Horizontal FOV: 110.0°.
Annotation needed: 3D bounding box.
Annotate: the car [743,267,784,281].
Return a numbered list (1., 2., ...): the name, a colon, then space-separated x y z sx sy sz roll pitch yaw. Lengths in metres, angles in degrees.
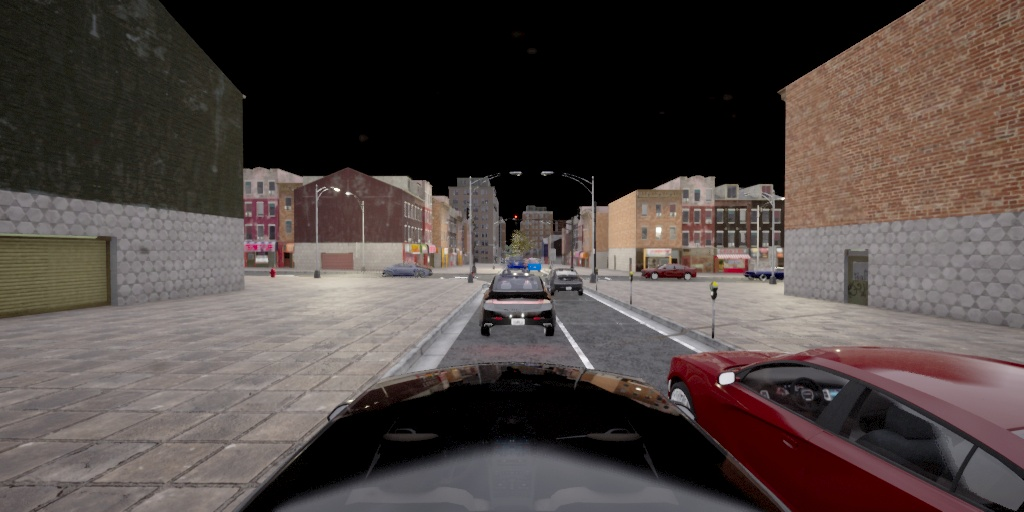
1. car: 24.823 1.716 34.087 4.718 1.301 1.895 1 1 0

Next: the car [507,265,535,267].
1. car: 0.219 1.369 20.396 1.895 1.301 4.718 0 0 1

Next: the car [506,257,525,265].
1. car: 0.479 1.091 46.382 2.150 2.045 5.566 0 0 -2

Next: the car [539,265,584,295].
1. car: 2.723 1.316 19.263 2.007 1.370 4.403 0 0 0

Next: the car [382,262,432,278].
1. car: -9.153 1.269 31.486 4.181 1.385 1.994 1 1 -3

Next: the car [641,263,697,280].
1. car: 14.863 1.462 34.152 5.008 1.535 1.882 1 1 0

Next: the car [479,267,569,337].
1. car: 0.142 1.243 10.353 2.128 1.511 4.902 0 0 0

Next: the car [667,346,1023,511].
1. car: 2.637 1.294 2.387 1.888 1.381 4.507 0 0 0

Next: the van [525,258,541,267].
1. van: 2.861 1.210 46.217 1.690 1.789 3.998 0 0 0
